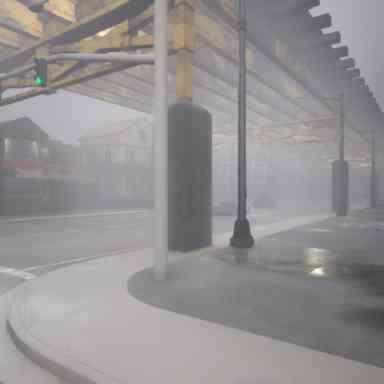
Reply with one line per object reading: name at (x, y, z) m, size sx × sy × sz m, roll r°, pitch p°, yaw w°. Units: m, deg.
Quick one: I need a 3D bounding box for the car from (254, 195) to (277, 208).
car at (9.927, 1.280, 45.616) m, size 2.097 × 1.767 × 4.553 m, roll 0°, pitch 0°, yaw 36°

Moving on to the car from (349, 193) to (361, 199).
car at (38.007, 0.995, 79.229) m, size 2.033 × 1.411 × 5.357 m, roll 0°, pitch 1°, yaw 35°

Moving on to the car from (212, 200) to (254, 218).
car at (3.601, 1.553, 30.519) m, size 1.994 × 1.385 × 4.181 m, roll 0°, pitch 0°, yaw 35°
